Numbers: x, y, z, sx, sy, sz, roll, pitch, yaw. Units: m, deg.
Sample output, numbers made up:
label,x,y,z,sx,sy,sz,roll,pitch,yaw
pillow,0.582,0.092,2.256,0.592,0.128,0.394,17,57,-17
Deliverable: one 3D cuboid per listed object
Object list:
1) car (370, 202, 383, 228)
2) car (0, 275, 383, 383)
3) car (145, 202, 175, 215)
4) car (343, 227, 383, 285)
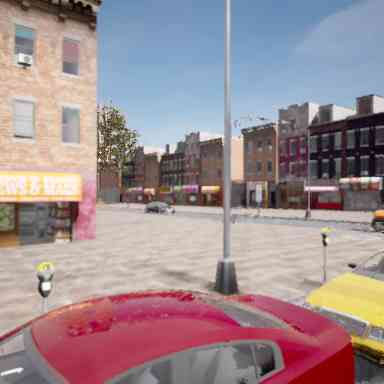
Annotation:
label,x,y,z,sx,sy,sz,roll,pitch,yaw
car,11.250,1.184,15.999,2.097,1.767,4.553,1,-2,-35
car,-0.651,1.539,2.332,4.507,1.381,1.887,-1,1,-35
car,-3.671,1.810,37.221,1.812,1.442,4.674,1,-1,-35
car,3.720,1.468,5.444,4.829,1.417,1.752,-1,1,-35
